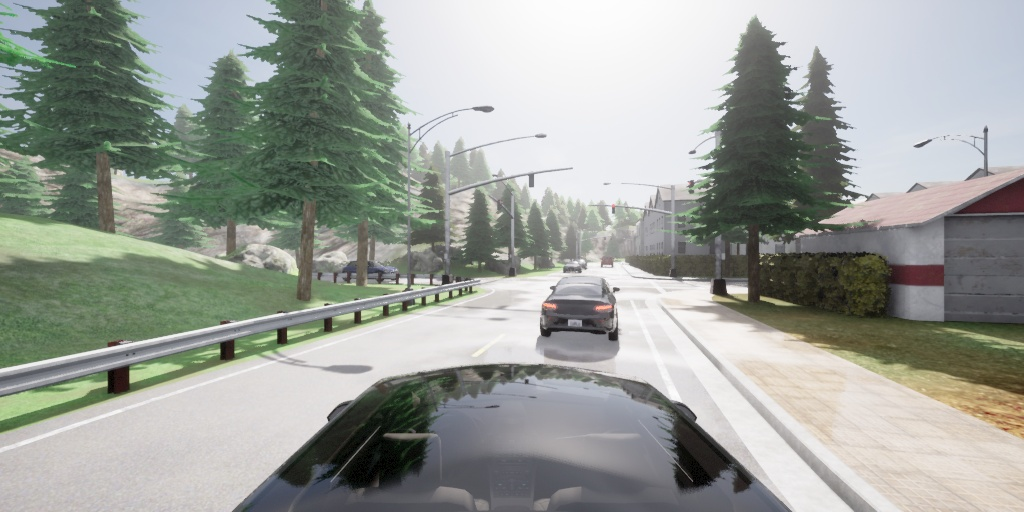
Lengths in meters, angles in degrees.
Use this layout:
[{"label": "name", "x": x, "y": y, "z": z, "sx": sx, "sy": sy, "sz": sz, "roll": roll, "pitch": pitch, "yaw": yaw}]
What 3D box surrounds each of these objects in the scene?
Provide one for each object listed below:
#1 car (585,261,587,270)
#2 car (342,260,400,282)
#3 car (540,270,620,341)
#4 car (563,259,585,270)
[{"label": "car", "x": 10.070, "y": 1.241, "z": 52.878, "sx": 2.128, "sy": 1.511, "sz": 4.902, "roll": 0, "pitch": 0, "yaw": 16}, {"label": "car", "x": -11.349, "y": 1.117, "z": 29.000, "sx": 4.553, "sy": 1.767, "sz": 2.097, "roll": 0, "pitch": 0, "yaw": 15}, {"label": "car", "x": 1.960, "y": 1.276, "z": 9.924, "sx": 1.812, "sy": 1.442, "sz": 4.674, "roll": 0, "pitch": 0, "yaw": 15}, {"label": "car", "x": 7.363, "y": 1.314, "z": 43.195, "sx": 1.994, "sy": 1.385, "sz": 4.181, "roll": 0, "pitch": 0, "yaw": 16}]
